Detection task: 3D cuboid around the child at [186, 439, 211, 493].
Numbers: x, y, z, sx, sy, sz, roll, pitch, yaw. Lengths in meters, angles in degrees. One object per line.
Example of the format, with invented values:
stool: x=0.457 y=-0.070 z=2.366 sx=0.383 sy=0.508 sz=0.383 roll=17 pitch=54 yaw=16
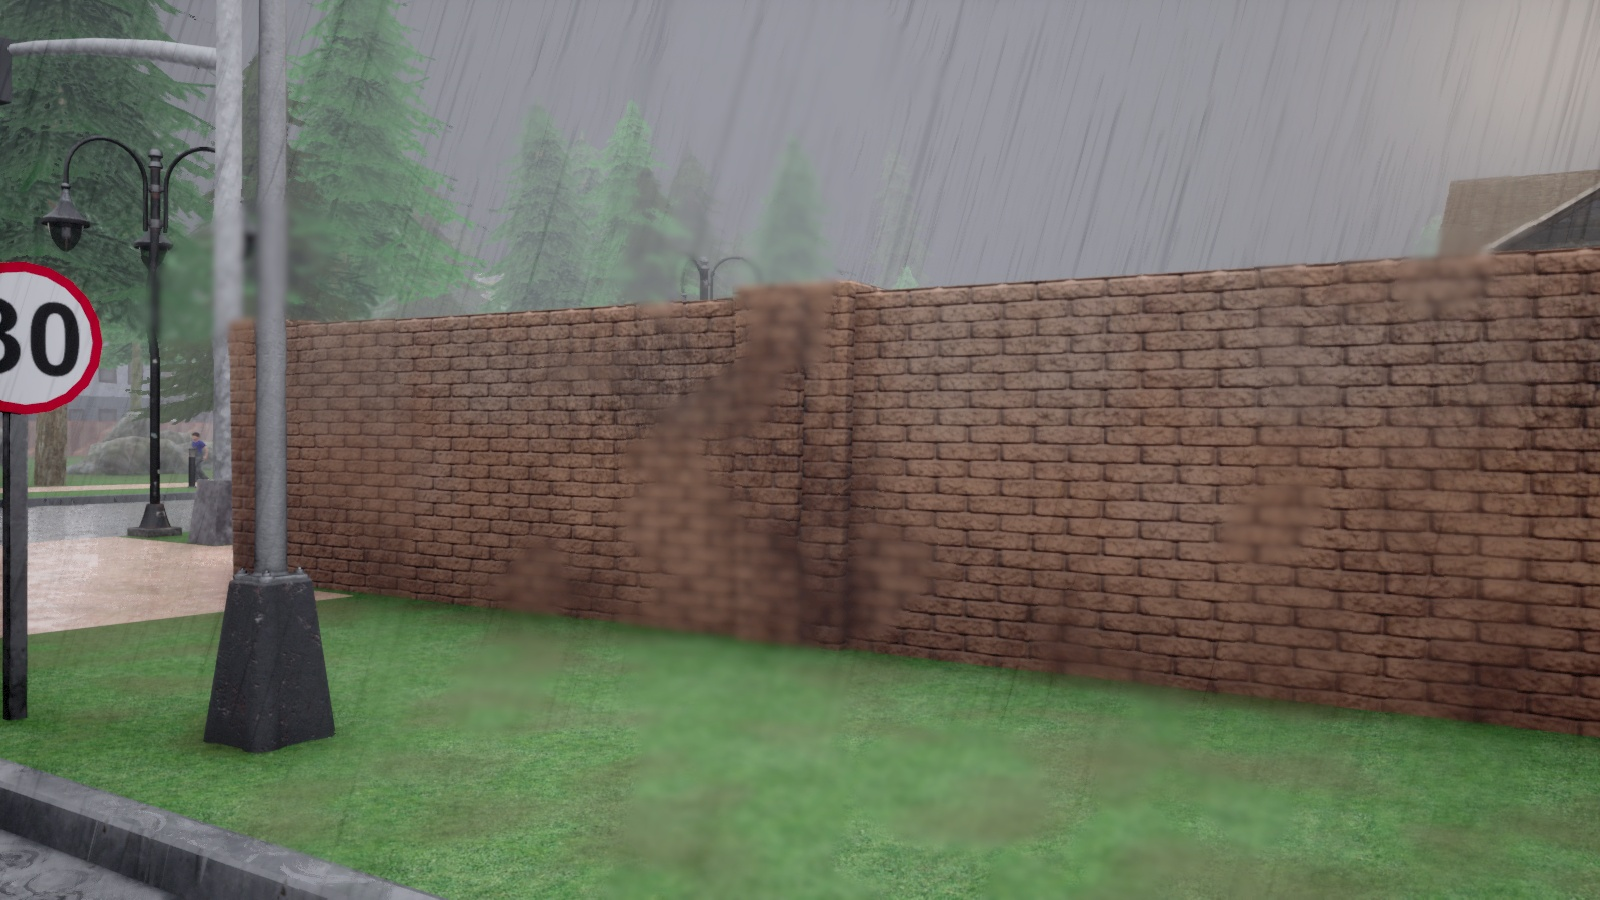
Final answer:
child: x=-14.285 y=0.375 z=29.810 sx=0.270 sy=1.263 sz=0.437 roll=0 pitch=1 yaw=32
